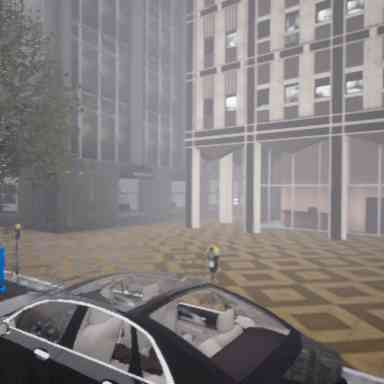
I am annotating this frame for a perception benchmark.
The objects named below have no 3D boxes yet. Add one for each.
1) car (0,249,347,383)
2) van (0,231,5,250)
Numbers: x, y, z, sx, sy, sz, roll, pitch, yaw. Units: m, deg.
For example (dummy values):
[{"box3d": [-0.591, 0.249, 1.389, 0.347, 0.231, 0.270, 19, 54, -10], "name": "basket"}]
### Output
[{"box3d": [-0.784, 1.540, 3.427, 4.403, 1.369, 2.008, 0, 1, 35], "name": "car"}, {"box3d": [-5.423, 1.308, 6.733, 3.998, 1.788, 1.690, 0, 1, 35], "name": "van"}]
